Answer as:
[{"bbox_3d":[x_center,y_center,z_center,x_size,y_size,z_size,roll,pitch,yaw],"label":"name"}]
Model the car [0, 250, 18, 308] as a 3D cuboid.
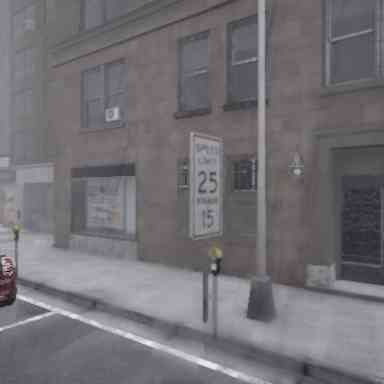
[{"bbox_3d":[-5.329,1.430,6.648,4.097,1.590,1.967,0,0,36],"label":"car"}]
